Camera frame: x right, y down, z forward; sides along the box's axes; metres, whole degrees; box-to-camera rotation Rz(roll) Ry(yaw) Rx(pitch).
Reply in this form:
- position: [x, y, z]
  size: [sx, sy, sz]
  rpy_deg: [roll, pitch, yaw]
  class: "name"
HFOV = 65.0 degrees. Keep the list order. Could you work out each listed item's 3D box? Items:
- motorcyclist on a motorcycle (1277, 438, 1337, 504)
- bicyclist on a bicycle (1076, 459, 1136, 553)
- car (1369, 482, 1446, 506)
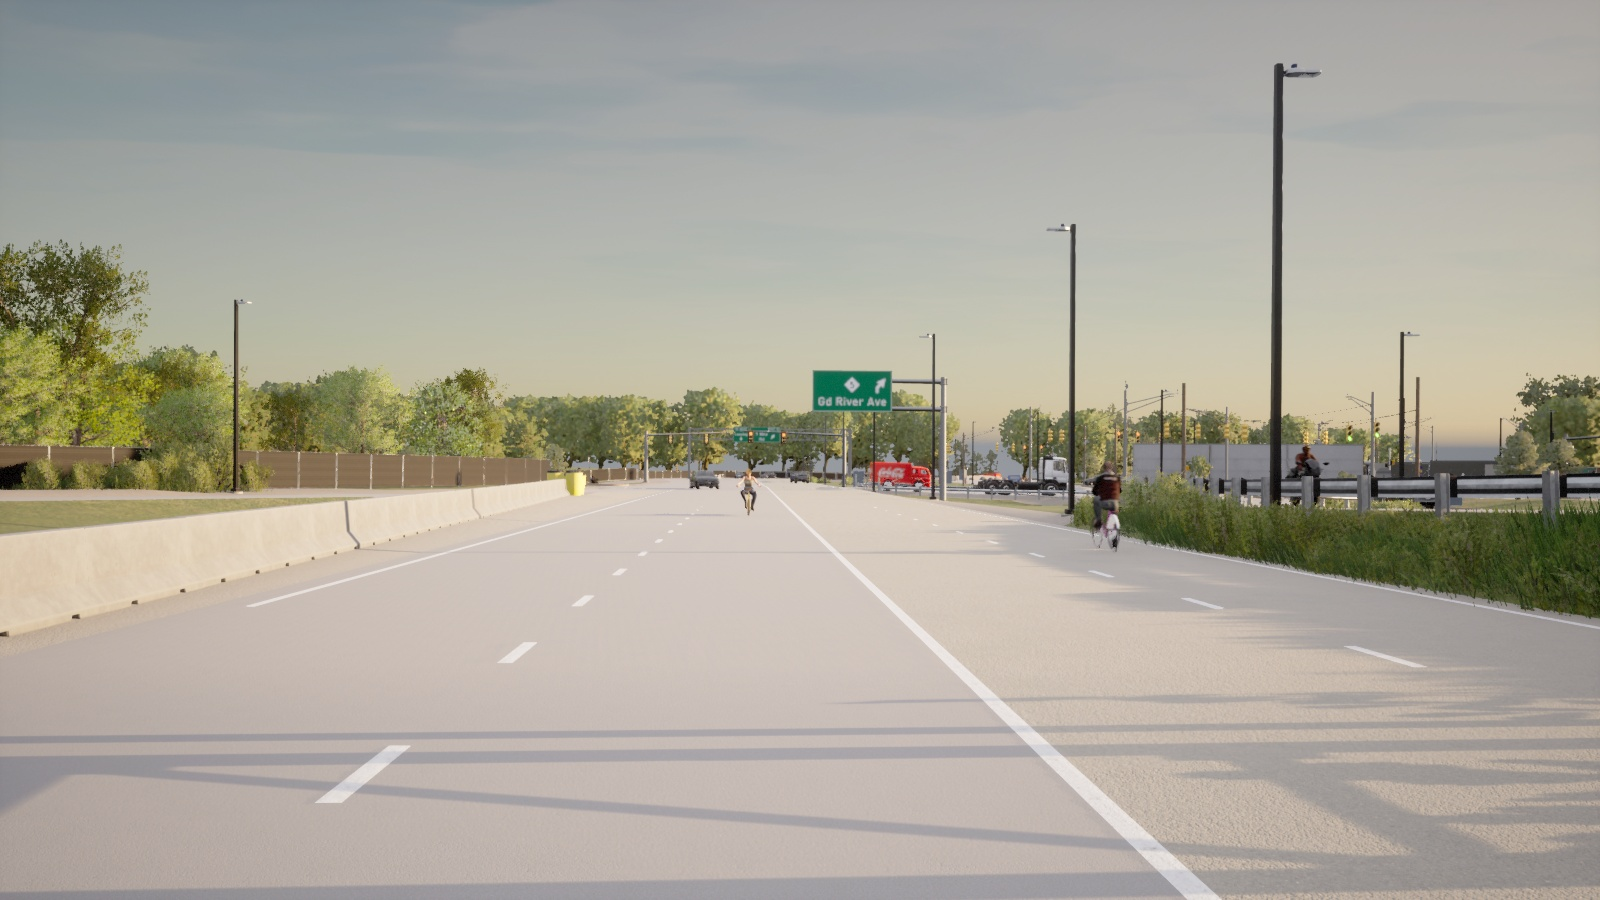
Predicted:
- position: [12.219, 0.531, 30.335]
  size: [0.797, 1.523, 2.044]
  rpy_deg: [1, -2, 6]
  class: "motorcyclist on a motorcycle"
- position: [6.005, 1.064, 24.720]
  size: [0.659, 1.776, 1.843]
  rpy_deg: [0, -1, -2]
  class: "bicyclist on a bicycle"
- position: [38.632, 2.779, 80.041]
  size: [2.033, 1.411, 5.357]
  rpy_deg: [0, -1, -3]
  class: "car"
